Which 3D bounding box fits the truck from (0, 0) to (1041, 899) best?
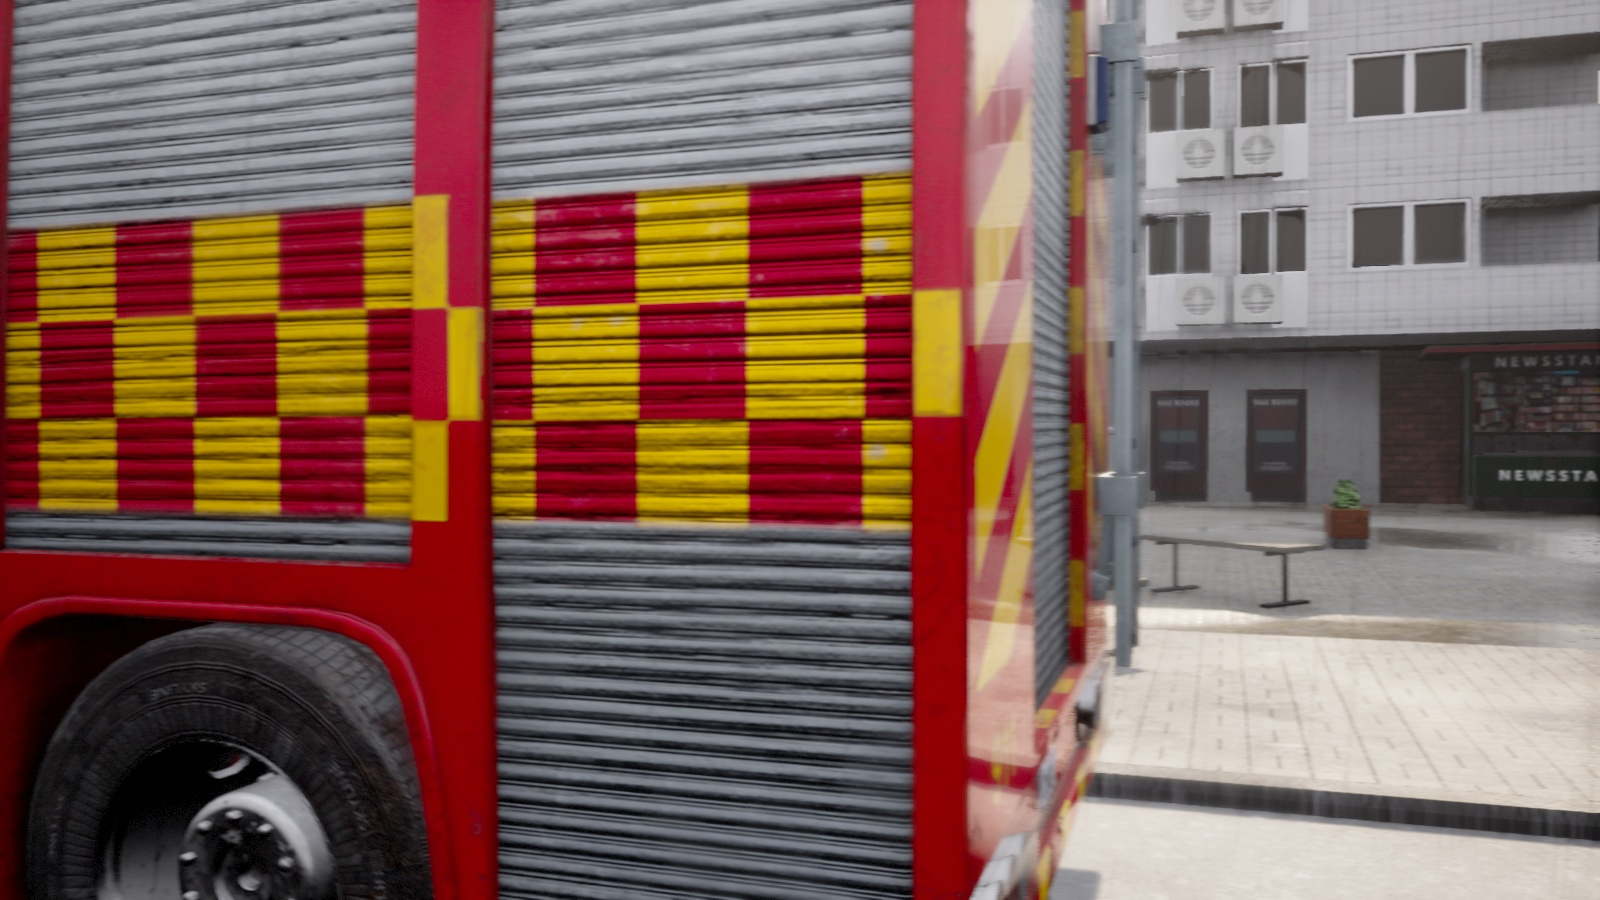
[{"bbox_3d":[-3.539,-0.430,4.895,8.468,3.827,2.891,1,1,19],"label":"truck"}]
